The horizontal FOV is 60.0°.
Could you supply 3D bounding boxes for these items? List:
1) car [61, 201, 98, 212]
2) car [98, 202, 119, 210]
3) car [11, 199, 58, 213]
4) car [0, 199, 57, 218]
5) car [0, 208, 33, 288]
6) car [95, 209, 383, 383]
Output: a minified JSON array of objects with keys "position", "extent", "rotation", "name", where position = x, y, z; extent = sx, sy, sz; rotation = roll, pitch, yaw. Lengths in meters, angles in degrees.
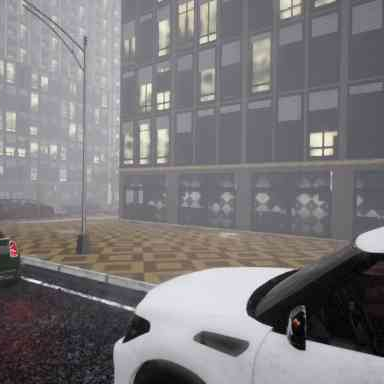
[{"position":[-13.887,1.798,41.602],"extent":[1.895,1.301,4.718],"rotation":[1,0,36],"name":"car"},{"position":[-8.337,1.829,39.387],"extent":[1.752,1.417,4.829],"rotation":[1,0,36],"name":"car"},{"position":[-18.632,1.641,39.533],"extent":[1.752,1.417,4.829],"rotation":[1,0,36],"name":"car"},{"position":[-15.119,1.518,30.164],"extent":[2.192,1.841,5.009],"rotation":[1,0,36],"name":"car"},{"position":[-6.157,1.348,8.049],"extent":[4.553,1.767,2.097],"rotation":[0,0,35],"name":"car"},{"position":[1.919,1.222,2.313],"extent":[5.566,2.045,2.150],"rotation":[0,0,36],"name":"car"}]
